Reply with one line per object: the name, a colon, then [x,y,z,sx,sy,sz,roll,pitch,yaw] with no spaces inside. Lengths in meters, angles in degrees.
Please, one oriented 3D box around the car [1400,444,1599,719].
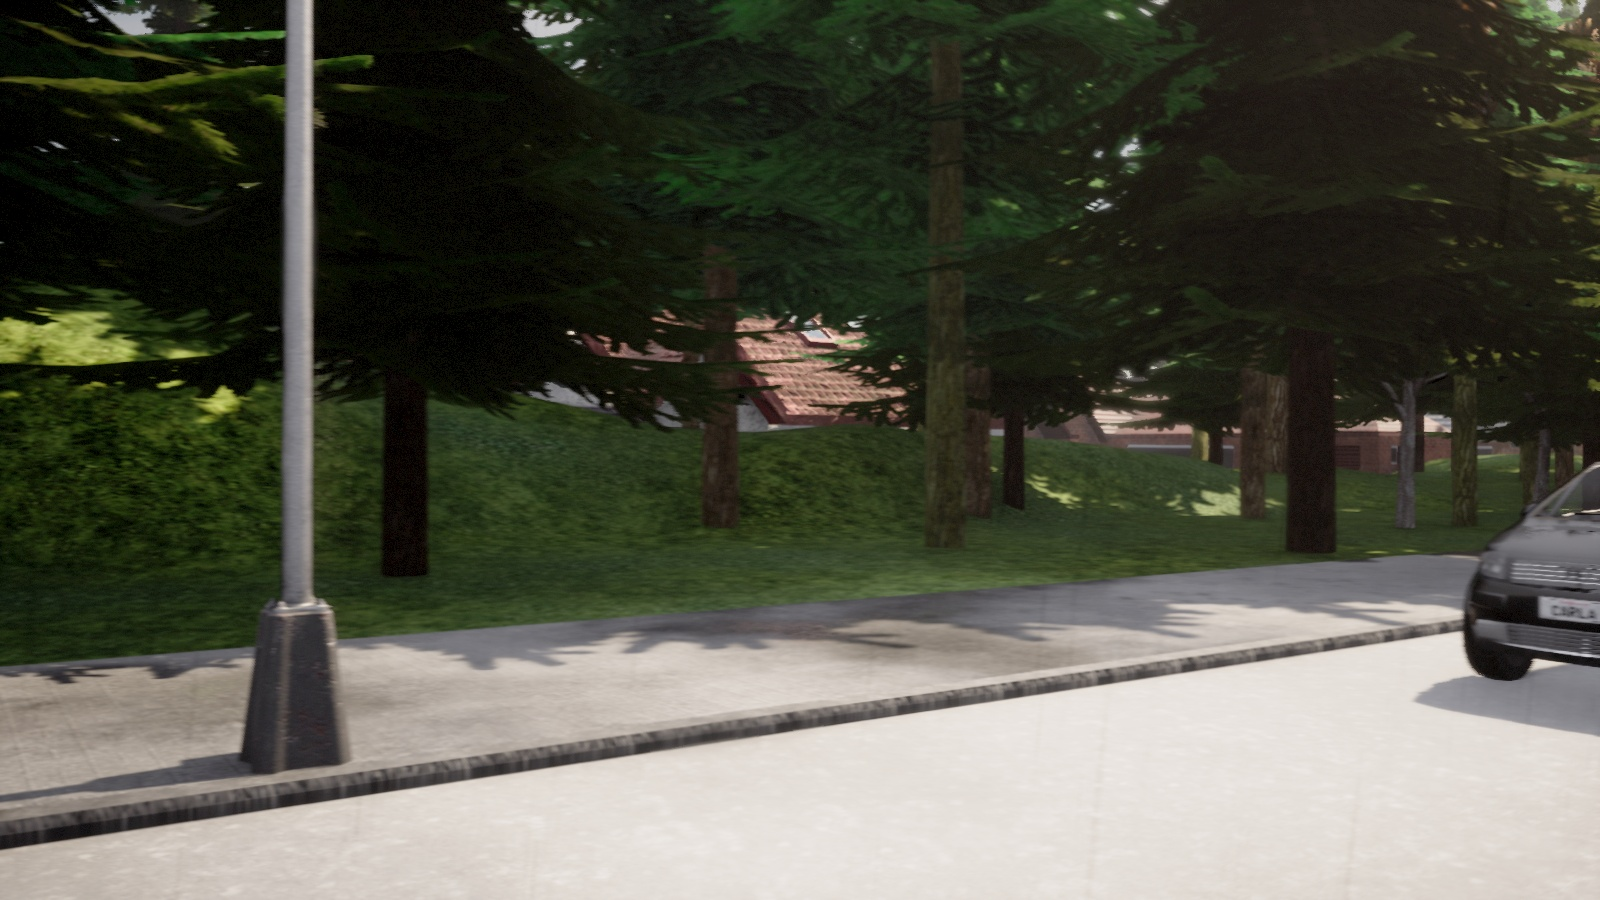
car: [5.869,0.744,8.351,3.705,1.549,1.789,0,0,-35]
